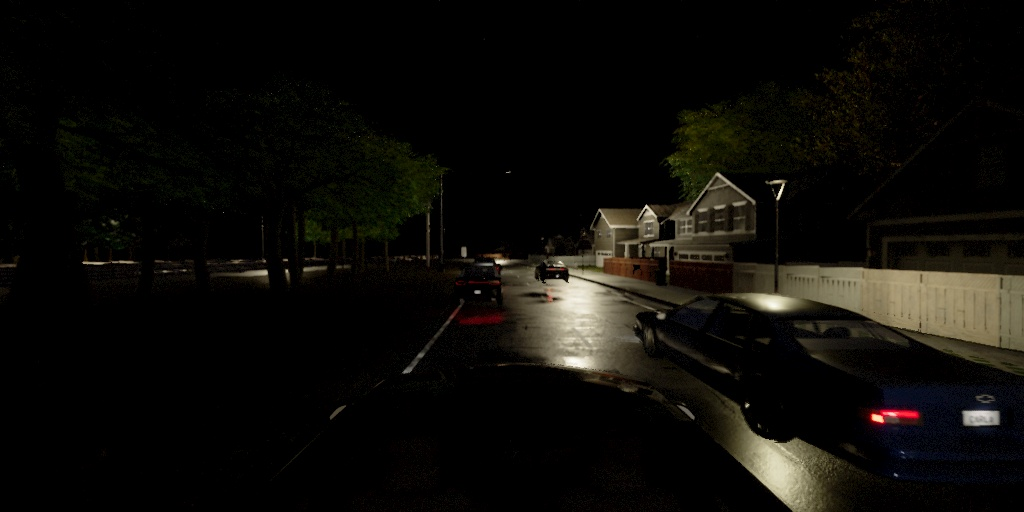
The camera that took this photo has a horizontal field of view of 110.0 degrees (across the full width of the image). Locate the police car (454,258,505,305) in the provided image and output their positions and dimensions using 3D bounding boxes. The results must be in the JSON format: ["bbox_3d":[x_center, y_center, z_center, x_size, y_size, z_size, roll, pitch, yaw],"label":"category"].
[{"bbox_3d":[-1.353,1.077,15.543,1.930,1.638,5.238,0,0,-2],"label":"police car"}]

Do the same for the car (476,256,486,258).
[{"bbox_3d":[-1.886,0.918,25.406,2.097,1.767,4.553,0,1,-4],"label":"car"}]

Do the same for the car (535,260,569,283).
[{"bbox_3d":[2.735,1.055,25.311,2.128,1.511,4.902,0,1,-4],"label":"car"}]

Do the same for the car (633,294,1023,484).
[{"bbox_3d":[3.558,1.274,5.263,2.033,1.411,5.357,0,0,-1],"label":"car"}]
